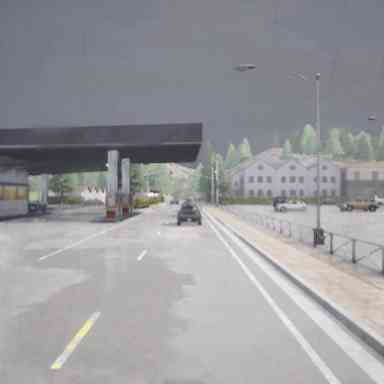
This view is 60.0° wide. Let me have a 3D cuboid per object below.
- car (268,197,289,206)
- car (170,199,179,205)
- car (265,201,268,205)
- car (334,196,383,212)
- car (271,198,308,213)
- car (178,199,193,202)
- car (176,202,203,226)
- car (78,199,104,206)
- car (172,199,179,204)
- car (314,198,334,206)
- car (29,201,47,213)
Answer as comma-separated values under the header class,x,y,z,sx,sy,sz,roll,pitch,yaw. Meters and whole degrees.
class,x,y,z,sx,sy,sz,roll,pitch,yaw
car,12.759,1.569,44.574,3.866,1.878,1.905,0,-1,-1
car,-4.495,2.495,84.536,1.994,1.385,4.181,0,-1,-1
car,17.174,2.074,67.265,4.902,1.511,2.128,0,-1,-1
car,20.685,1.552,41.428,4.605,1.855,1.932,0,-1,-1
car,12.208,1.817,41.236,3.806,1.475,1.970,0,-1,-1
car,-0.323,1.886,36.576,1.882,1.535,5.008,0,-1,-1
car,-0.201,1.800,26.415,1.837,1.490,4.892,0,-1,-1
car,-20.242,2.083,66.697,4.902,1.511,2.128,0,-1,-1
car,-4.614,2.649,94.530,1.895,1.301,4.718,0,-1,-1
car,27.415,2.028,67.421,5.008,1.535,1.882,0,-1,-1
car,-21.246,1.984,44.508,2.242,1.667,4.611,0,-1,-1
